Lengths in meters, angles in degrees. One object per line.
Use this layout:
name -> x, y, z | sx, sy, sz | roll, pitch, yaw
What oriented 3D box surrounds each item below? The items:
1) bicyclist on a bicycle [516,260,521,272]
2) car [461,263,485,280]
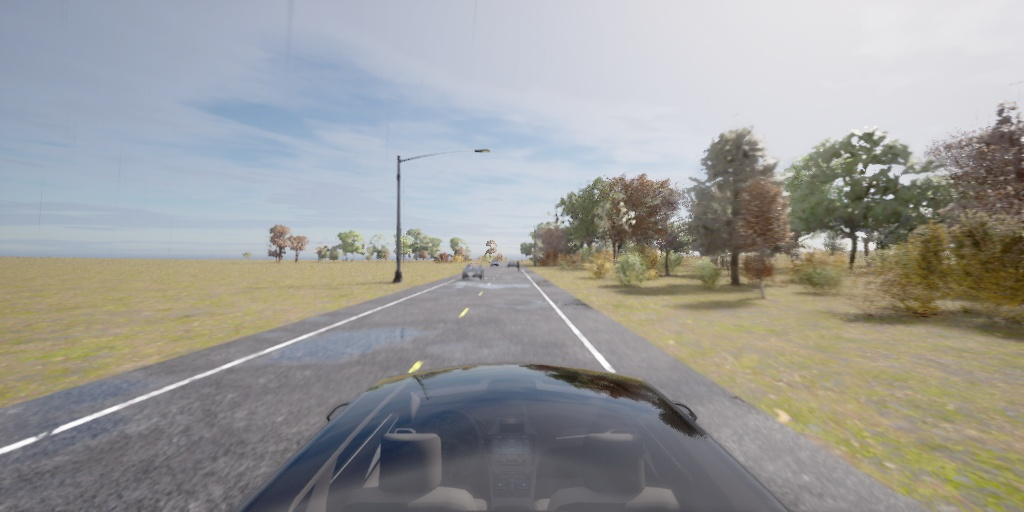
bicyclist on a bicycle -> 0.958, 1.504, 48.255 | 0.582, 1.620, 1.656 | 0, -1, 0
car -> -3.585, 1.448, 33.700 | 2.128, 1.511, 4.902 | 0, 0, 0
